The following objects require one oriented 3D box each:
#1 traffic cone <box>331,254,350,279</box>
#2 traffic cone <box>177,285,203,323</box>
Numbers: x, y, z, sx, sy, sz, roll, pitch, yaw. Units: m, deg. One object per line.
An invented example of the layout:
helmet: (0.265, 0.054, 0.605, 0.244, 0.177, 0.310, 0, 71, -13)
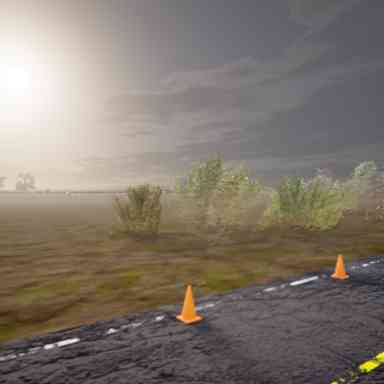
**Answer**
traffic cone: (3.966, 1.963, 8.884, 0.340, 0.580, 0.340, 0, 0, -37)
traffic cone: (-0.042, 1.961, 5.940, 0.340, 0.580, 0.340, 0, 0, -36)
